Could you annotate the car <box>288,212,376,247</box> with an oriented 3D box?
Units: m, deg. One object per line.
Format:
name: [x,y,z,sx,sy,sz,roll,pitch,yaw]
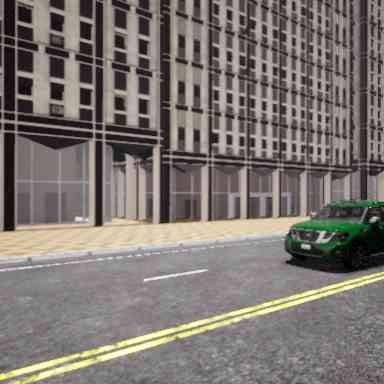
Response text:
car: [7.167,1.784,16.798,4.718,1.301,1.895,1,-1,-36]

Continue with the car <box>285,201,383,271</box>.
car: [5.732,1.355,11.778,5.566,2.045,2.150,1,0,-36]
